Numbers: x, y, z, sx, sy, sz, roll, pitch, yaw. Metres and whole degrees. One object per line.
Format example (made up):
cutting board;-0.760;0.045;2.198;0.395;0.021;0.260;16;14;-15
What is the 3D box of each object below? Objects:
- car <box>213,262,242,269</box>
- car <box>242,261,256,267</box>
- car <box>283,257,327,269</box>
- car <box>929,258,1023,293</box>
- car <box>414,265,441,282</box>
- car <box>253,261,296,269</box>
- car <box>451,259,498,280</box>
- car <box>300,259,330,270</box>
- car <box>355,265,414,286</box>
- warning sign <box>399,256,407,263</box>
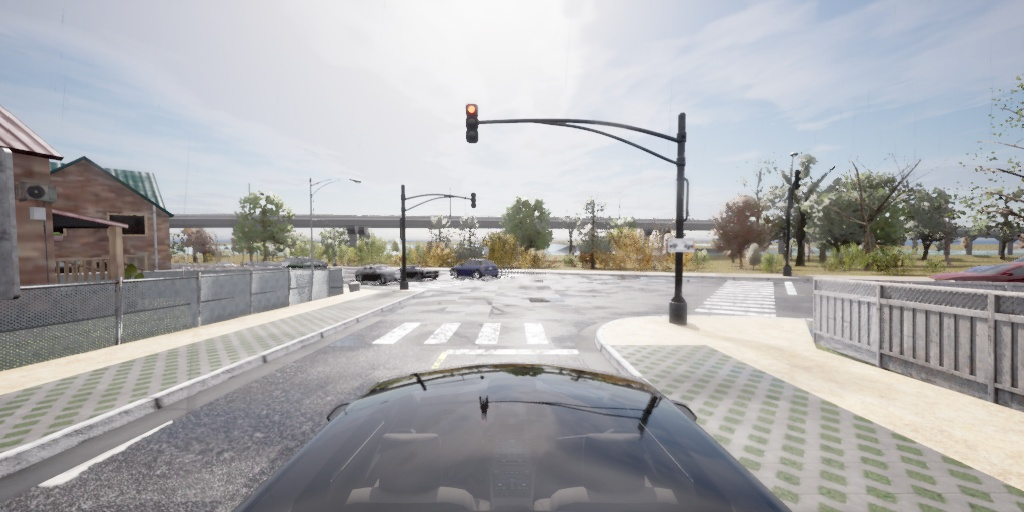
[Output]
car;-39.944;1.524;49.895;4.674;1.442;1.812;-1;2;36
car;-38.033;1.523;52.526;4.902;1.511;2.128;-1;2;36
car;-24.307;1.184;42.411;5.566;2.045;2.150;0;2;36
car;20.302;0.971;14.224;5.008;1.535;1.882;-1;2;36
car;-8.347;1.433;30.810;4.718;1.301;1.895;0;2;36
car;-26.542;1.583;40.036;4.892;1.490;1.837;-1;2;36
car;-3.344;1.046;31.223;4.553;1.767;2.097;0;2;44
car;-30.158;1.314;54.831;4.902;1.511;2.128;-1;2;36
car;-10.435;1.437;28.309;4.902;1.511;2.128;-1;2;36
warning sign;-14.238;0.716;46.795;1.060;1.860;1.300;0;0;36
